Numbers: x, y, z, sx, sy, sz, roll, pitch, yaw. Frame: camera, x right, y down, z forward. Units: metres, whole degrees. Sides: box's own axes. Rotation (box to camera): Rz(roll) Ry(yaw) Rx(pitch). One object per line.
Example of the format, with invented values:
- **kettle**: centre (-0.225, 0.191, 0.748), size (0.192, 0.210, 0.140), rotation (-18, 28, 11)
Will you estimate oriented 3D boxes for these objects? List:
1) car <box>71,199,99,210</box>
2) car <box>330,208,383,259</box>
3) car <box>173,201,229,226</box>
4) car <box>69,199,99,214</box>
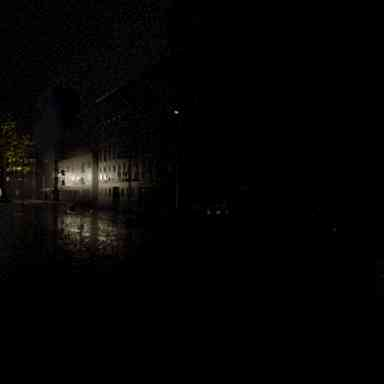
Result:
- **car**: centre (-14.705, 1.646, 45.387), size (2.033, 1.411, 5.357), rotation (1, 0, -36)
- **car**: centre (6.810, 1.362, 10.344), size (2.097, 1.767, 4.553), rotation (0, 0, -36)
- **car**: centre (0.542, 1.411, 24.139), size (2.097, 1.767, 4.553), rotation (1, 0, -36)
- **car**: centre (-11.931, 1.609, 36.498), size (2.033, 1.411, 5.357), rotation (1, 0, -35)
